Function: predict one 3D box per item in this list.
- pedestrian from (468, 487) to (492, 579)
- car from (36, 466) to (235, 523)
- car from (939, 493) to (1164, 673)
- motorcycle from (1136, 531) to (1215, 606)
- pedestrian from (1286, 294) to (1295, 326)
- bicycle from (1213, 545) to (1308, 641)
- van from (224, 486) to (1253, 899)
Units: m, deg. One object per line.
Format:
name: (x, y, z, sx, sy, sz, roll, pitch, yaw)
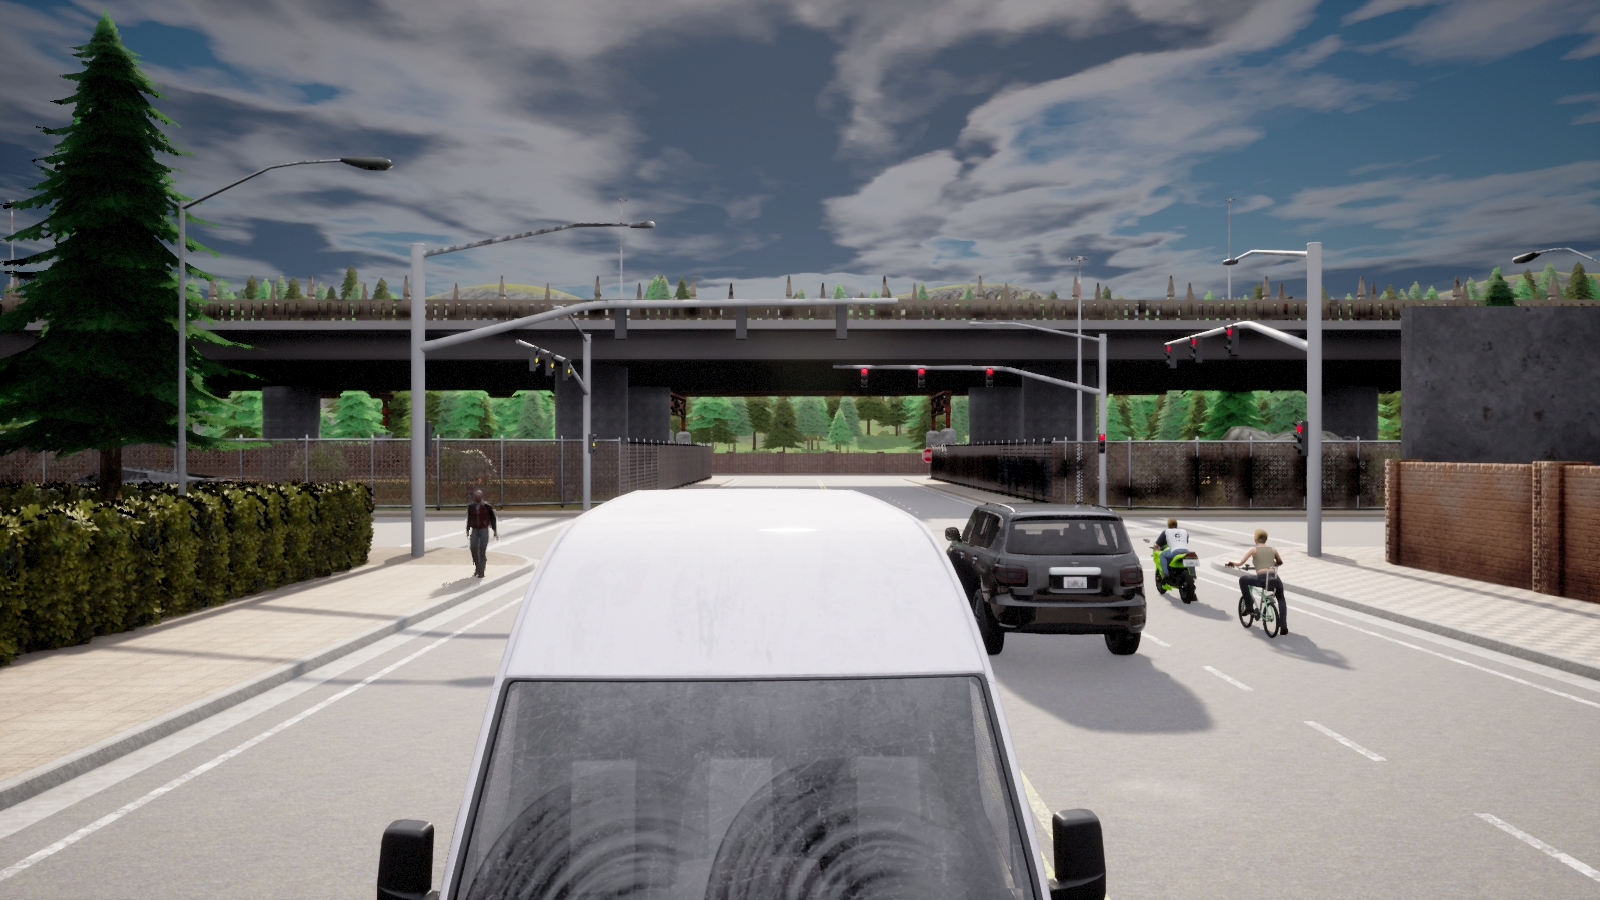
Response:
pedestrian: (-6.568, 1.697, 23.425, 0.375, 1.860, 0.375, 0, 0, 2)
car: (-25.531, 1.700, 44.068, 6.274, 2.098, 2.390, 0, 0, 0)
car: (3.496, 1.780, 17.139, 2.150, 2.045, 5.566, 0, 0, 0)
motorcycle: (6.995, 2.187, 21.401, 0.803, 1.199, 2.033, 0, 0, 0)
pedestrian: (29.064, -8.300, 67.707, 0.375, 1.860, 0.375, 0, 0, 0)
bicycle: (7.010, 2.159, 17.481, 0.859, 1.276, 1.487, 0, 0, 0)
van: (-0.245, 1.535, 5.164, 1.988, 2.561, 5.915, 0, 0, -3)
